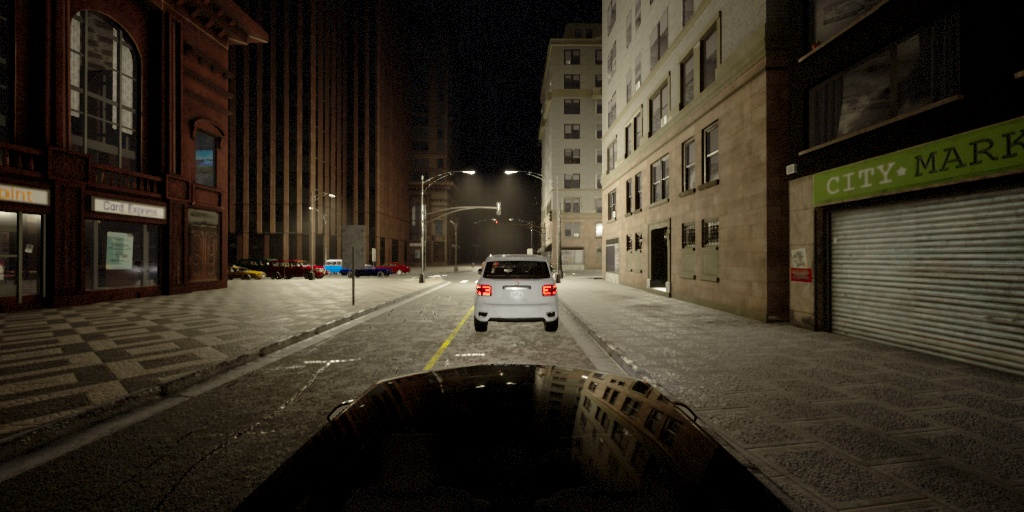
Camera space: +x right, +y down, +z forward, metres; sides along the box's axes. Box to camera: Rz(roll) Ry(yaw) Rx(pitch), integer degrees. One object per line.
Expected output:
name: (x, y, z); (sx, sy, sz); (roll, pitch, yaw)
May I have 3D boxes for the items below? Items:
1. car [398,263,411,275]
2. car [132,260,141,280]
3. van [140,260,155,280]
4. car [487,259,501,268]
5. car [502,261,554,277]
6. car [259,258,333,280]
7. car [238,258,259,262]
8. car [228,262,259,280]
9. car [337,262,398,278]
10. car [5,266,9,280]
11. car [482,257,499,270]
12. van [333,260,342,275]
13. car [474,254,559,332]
car: (-13.973, 1.473, 41.200); (4.507, 1.381, 1.888); (0, 0, 0)
car: (-34.463, 1.369, 35.333); (5.566, 2.045, 2.150); (-1, 0, 0)
van: (-30.867, 1.432, 32.736); (3.998, 1.789, 1.690); (0, 0, 0)
car: (-3.062, 1.216, 60.804); (2.128, 1.511, 4.902); (0, 0, 0)
car: (1.589, 1.220, 35.391); (4.892, 1.490, 1.837); (0, -1, -27)
car: (-19.619, 1.270, 32.695); (5.009, 1.841, 2.192); (0, 0, 0)
car: (-24.107, 1.244, 35.276); (5.566, 2.045, 2.150); (-1, 0, -1)
car: (-25.073, 1.549, 32.715); (4.829, 1.417, 1.751); (0, 0, 0)
car: (-14.142, 1.503, 35.246); (4.718, 1.301, 1.895); (-1, 0, 0)
car: (-47.740, 1.846, 32.798); (4.403, 1.370, 2.007); (0, 0, 0)
car: (-3.107, 1.093, 51.725); (2.097, 1.767, 4.553); (0, 0, 1)
van: (-19.597, 1.337, 41.221); (3.998, 1.789, 1.690); (0, 0, 0)
car: (0.101, 0.973, 11.007); (2.150, 2.045, 5.566); (0, 0, 0)
